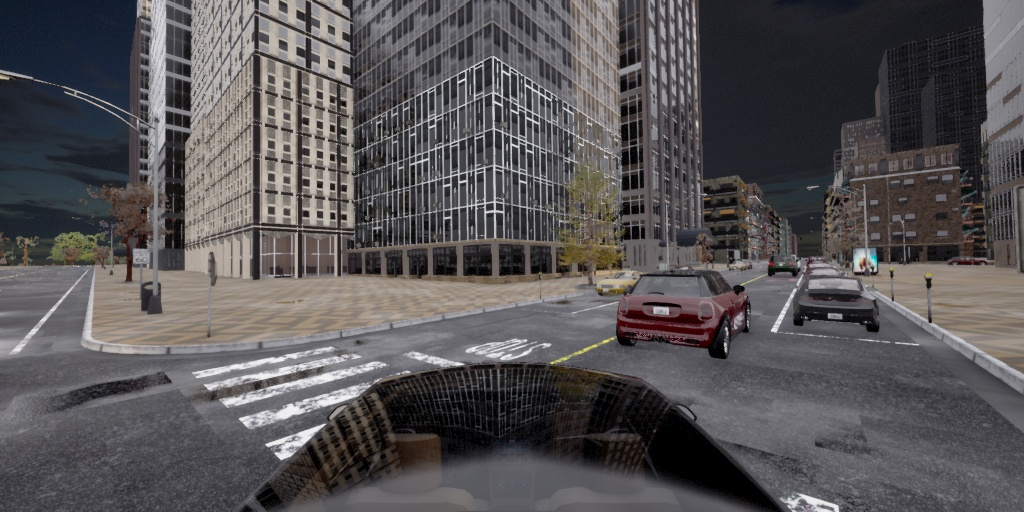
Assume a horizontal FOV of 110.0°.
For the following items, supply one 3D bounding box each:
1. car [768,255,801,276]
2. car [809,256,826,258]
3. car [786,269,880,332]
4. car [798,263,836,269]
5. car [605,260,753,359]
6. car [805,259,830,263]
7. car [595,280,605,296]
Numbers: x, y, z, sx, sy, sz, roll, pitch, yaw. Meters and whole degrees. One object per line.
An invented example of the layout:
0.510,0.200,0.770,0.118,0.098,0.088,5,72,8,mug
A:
26.387,0.899,34.911,2.150,2.045,5.566,-2,-1,40,car
34.236,0.906,40.155,2.192,1.841,5.009,0,0,40,car
9.224,1.218,10.342,2.007,1.370,4.403,0,0,40,car
16.370,1.227,18.860,1.802,1.307,4.207,0,0,40,car
4.313,1.098,8.709,2.097,1.767,4.553,-2,-1,40,car
23.517,1.169,27.378,1.888,1.381,4.507,0,0,40,car
6.270,1.397,19.855,1.751,1.417,4.829,0,0,40,car
